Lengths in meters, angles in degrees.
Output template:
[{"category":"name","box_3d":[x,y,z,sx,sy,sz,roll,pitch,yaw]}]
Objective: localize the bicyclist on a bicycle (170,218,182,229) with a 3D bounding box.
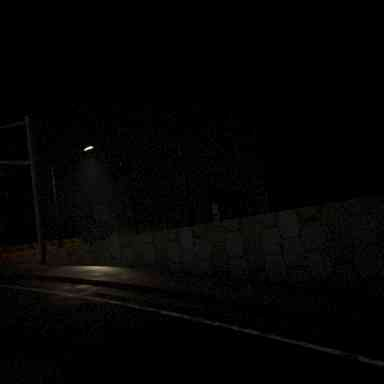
[{"category":"bicyclist on a bicycle","box_3d":[-1.312,2.911,27.266,1.656,1.620,0.582,-14,-8,36]}]
